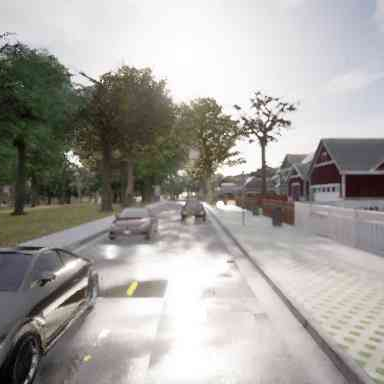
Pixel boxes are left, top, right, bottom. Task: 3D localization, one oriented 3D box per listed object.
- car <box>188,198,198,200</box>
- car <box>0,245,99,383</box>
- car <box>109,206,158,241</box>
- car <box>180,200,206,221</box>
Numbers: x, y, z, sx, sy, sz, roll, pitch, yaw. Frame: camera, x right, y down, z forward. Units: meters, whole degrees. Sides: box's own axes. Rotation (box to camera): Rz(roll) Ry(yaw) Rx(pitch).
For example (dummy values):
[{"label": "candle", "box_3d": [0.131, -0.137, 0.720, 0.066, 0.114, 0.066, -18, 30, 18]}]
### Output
[{"label": "car", "box_3d": [0.100, 1.455, 42.903, 1.994, 1.385, 4.181, 0, 0, 0]}, {"label": "car", "box_3d": [-2.822, 1.545, 4.942, 1.994, 1.385, 4.181, 0, 0, 0]}, {"label": "car", "box_3d": [-2.765, 1.462, 16.579, 1.812, 1.442, 4.674, 0, 0, 0]}, {"label": "car", "box_3d": [0.102, 1.508, 25.894, 1.895, 1.301, 4.718, 0, 0, 0]}]
